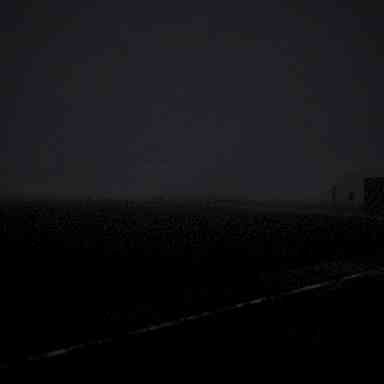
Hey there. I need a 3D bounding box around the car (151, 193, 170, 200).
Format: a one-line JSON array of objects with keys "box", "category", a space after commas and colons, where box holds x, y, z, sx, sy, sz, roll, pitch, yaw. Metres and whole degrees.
[{"box": [-6.162, 0.933, 64.718, 2.128, 1.511, 4.902, 0, 1, -35], "category": "car"}]
